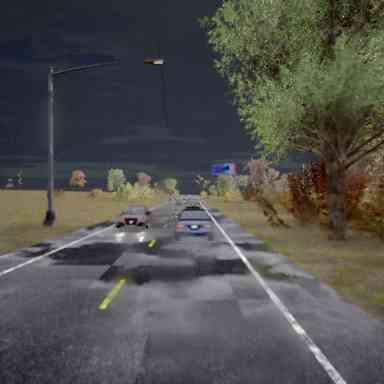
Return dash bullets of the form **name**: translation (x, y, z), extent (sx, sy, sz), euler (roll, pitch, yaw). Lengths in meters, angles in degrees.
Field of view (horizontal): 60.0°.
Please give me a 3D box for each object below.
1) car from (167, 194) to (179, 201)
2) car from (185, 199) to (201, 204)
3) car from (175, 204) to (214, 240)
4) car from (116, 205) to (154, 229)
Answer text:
- **car**: translation (-3.489, 1.155, 62.322), extent (1.837, 1.490, 4.892), euler (0, 0, 0)
- **car**: translation (0.107, 1.570, 41.969), extent (2.033, 1.411, 5.357), euler (0, 0, 0)
- **car**: translation (0.103, 1.556, 16.960), extent (2.033, 1.411, 5.357), euler (0, 0, 0)
- **car**: translation (-3.595, 1.574, 21.630), extent (1.994, 1.385, 4.181), euler (0, 0, 0)
